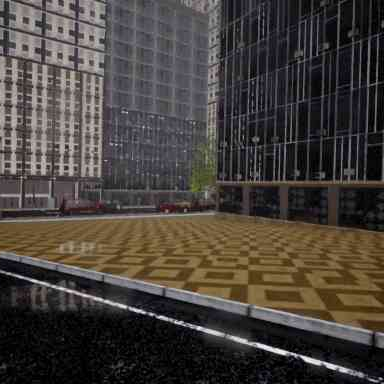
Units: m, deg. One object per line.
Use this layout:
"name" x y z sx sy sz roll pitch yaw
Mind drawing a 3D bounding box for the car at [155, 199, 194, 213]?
"car" -2.511 1.966 42.698 4.507 1.381 1.887 1 1 -34

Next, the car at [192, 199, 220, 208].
"car" 2.394 1.873 55.605 4.313 1.339 1.947 1 1 -34

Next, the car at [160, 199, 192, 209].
"car" -2.423 1.785 52.305 4.829 1.417 1.752 1 1 -34

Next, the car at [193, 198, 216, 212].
"car" 2.171 1.782 45.896 5.009 1.841 2.192 1 1 -34

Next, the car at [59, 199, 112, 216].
"car" -11.861 1.645 36.288 5.009 1.841 2.192 1 1 -34

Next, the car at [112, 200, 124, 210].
"car" -11.638 1.721 45.996 4.403 1.369 2.008 1 1 -34
